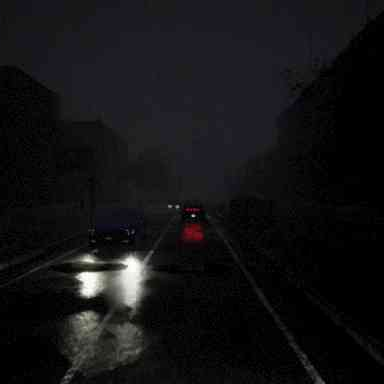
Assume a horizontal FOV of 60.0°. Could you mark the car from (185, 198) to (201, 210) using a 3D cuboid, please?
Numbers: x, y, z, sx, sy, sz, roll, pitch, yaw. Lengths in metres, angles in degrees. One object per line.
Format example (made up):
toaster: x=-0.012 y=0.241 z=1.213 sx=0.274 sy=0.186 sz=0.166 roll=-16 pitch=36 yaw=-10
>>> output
car: x=0.095 y=1.503 z=42.976 sx=1.994 sy=1.385 sz=4.181 roll=0 pitch=0 yaw=0

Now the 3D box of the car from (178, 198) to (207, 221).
car: x=0.099 y=1.455 z=26.512 sx=1.837 sy=1.490 sz=4.892 roll=0 pitch=0 yaw=0

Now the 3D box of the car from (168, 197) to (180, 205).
car: x=-3.060 y=1.518 z=57.153 sx=2.033 sy=1.411 sz=5.357 roll=0 pitch=0 yaw=1

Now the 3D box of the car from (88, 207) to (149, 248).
car: x=-3.102 y=1.454 z=14.860 sx=1.882 sy=1.535 sz=5.008 roll=0 pitch=0 yaw=0
